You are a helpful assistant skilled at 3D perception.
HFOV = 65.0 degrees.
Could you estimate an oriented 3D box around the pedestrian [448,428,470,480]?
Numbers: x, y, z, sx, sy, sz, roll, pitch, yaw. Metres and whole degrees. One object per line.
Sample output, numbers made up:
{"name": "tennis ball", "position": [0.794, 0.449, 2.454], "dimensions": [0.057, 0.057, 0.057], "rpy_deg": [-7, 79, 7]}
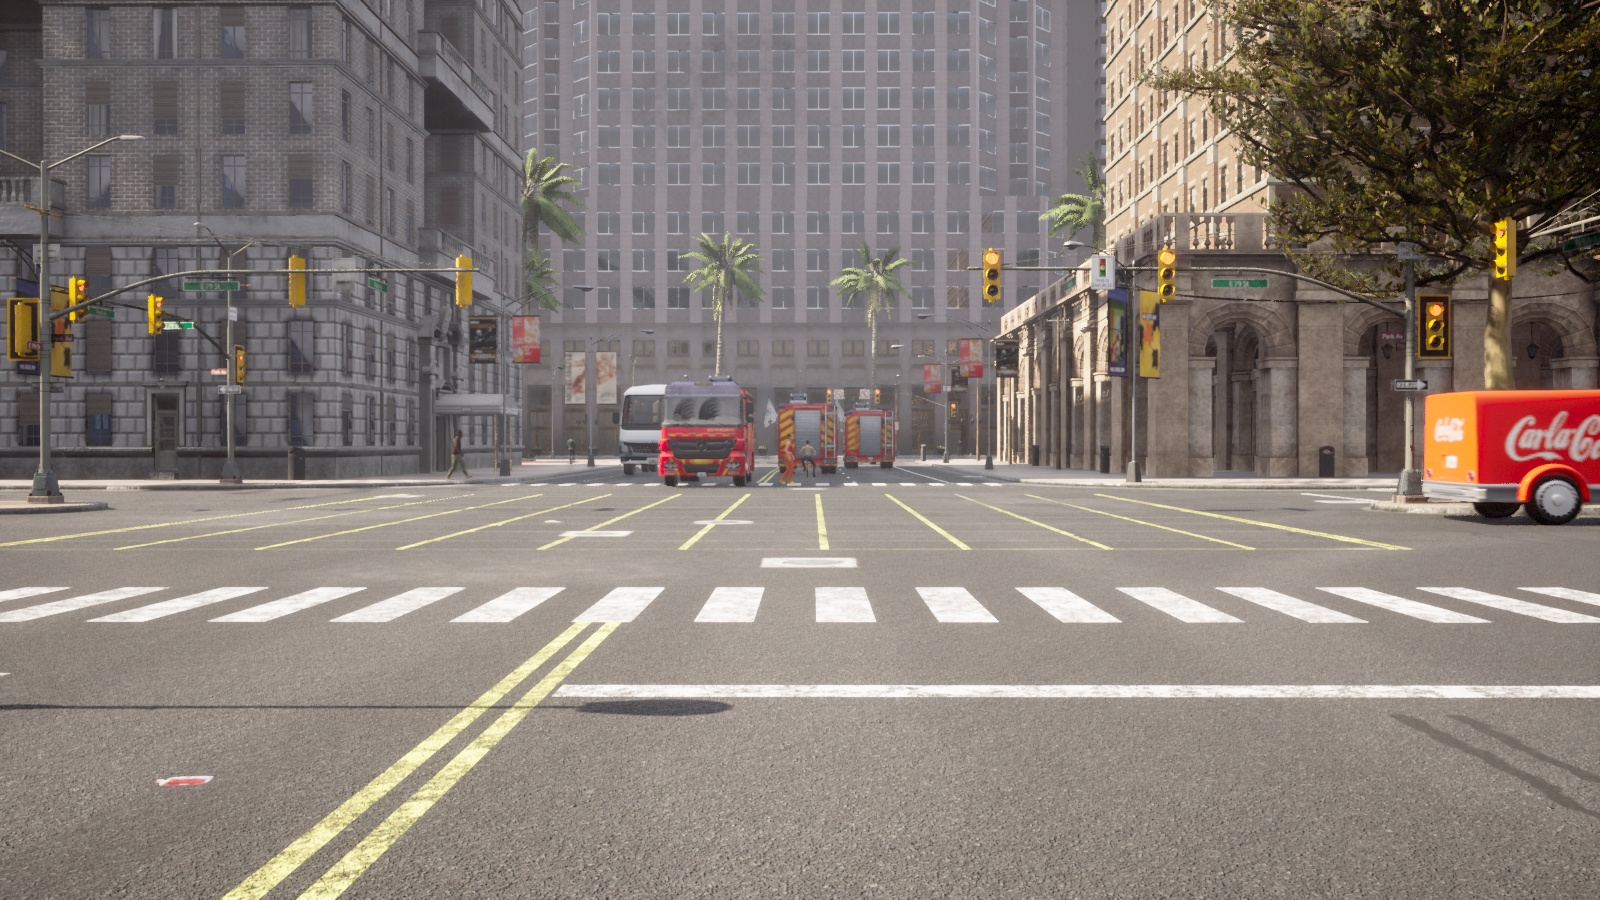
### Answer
{"name": "pedestrian", "position": [-12.272, 0.138, 45.205], "dimensions": [0.703, 1.840, 0.431], "rpy_deg": [0, 0, 0]}

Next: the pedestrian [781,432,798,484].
{"name": "pedestrian", "position": [-0.370, 0.286, 44.402], "dimensions": [0.594, 1.836, 0.345], "rpy_deg": [0, 0, 4]}

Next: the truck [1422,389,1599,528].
{"name": "truck", "position": [14.889, 0.139, 23.522], "dimensions": [5.204, 2.467, 2.627], "rpy_deg": [0, 0, 5]}

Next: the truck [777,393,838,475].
{"name": "truck", "position": [0.391, -0.775, 63.232], "dimensions": [2.891, 3.827, 8.468], "rpy_deg": [0, 0, 0]}

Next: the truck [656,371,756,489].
{"name": "truck", "position": [-3.220, -0.676, 45.240], "dimensions": [2.891, 3.827, 8.468], "rpy_deg": [0, 0, 0]}

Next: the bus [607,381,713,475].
{"name": "bus", "position": [-6.624, -0.982, 61.512], "dimensions": [3.944, 4.253, 10.273], "rpy_deg": [0, 0, 1]}

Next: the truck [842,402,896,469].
{"name": "truck", "position": [4.085, -0.844, 76.003], "dimensions": [2.891, 3.827, 8.468], "rpy_deg": [0, 0, 1]}

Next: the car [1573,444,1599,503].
{"name": "car", "position": [22.365, 0.587, 31.353], "dimensions": [4.792, 1.488, 2.163], "rpy_deg": [0, 0, 2]}
